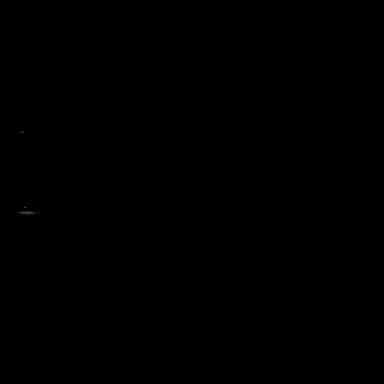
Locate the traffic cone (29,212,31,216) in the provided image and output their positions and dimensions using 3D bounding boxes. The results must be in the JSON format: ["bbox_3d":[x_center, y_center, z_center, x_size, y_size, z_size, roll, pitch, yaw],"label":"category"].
[{"bbox_3d":[-25.789,3.656,52.549,0.340,0.580,0.340,1,-3,-17],"label":"traffic cone"}]

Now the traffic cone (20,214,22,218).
[{"bbox_3d":[-24.754,3.432,48.062,0.340,0.580,0.340,1,-3,-9],"label":"traffic cone"}]

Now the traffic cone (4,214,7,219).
[{"bbox_3d":[-24.376,3.198,43.474,0.340,0.580,0.340,1,-3,-1],"label":"traffic cone"}]

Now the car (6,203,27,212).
[{"bbox_3d":[-37.545,3.265,71.280,4.553,1.767,2.097,3,1,28],"label":"car"}]
